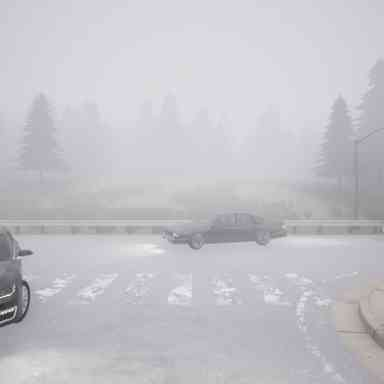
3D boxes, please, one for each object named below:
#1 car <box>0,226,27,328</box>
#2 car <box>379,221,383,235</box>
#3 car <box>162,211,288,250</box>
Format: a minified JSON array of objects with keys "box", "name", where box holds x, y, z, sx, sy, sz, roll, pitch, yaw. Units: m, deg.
[{"box":[-4.456,1.505,6.690,1.837,1.490,4.892,0,0,-28],"name":"car"},{"box":[11.240,1.492,15.206,4.902,1.511,2.128,0,0,0],"name":"car"},{"box":[1.461,1.548,14.330,5.357,1.411,2.033,0,0,-20],"name":"car"}]
